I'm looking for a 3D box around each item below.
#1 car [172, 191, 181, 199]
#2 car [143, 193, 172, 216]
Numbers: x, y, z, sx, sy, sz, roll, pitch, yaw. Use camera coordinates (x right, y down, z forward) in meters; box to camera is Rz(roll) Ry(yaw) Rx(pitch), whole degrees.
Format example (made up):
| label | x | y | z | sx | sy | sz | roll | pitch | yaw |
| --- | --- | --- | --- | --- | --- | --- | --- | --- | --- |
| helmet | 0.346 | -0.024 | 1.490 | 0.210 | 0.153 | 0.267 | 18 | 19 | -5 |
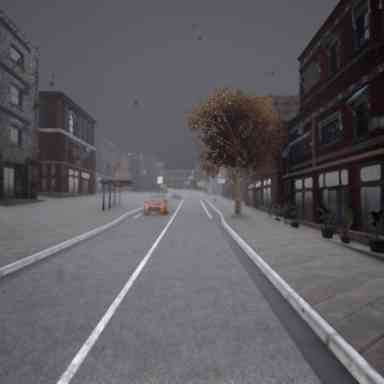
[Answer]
| label | x | y | z | sx | sy | sz | roll | pitch | yaw |
| --- | --- | --- | --- | --- | --- | --- | --- | --- | --- |
| car | -3.501 | 0.545 | 72.314 | 2.097 | 1.767 | 4.553 | 0 | 1 | 0 |
| car | -3.259 | 1.172 | 30.713 | 2.097 | 1.767 | 4.553 | 0 | 1 | 0 |
